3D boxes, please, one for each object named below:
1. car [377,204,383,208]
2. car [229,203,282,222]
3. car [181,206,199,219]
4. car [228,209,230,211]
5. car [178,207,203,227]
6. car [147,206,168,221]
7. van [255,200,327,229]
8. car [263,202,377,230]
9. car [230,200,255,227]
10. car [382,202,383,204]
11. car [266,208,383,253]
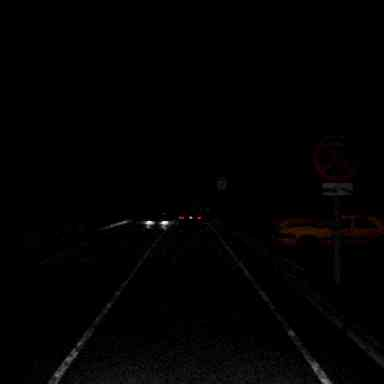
[{"bbox_3d":[18.284,1.921,27.102,4.892,1.521,2.231,0,-2,-1],"label":"car"},{"bbox_3d":[5.968,1.926,31.723,4.553,1.767,2.185,0,-2,-1],"label":"car"},{"bbox_3d":[-0.251,2.624,42.907,2.128,1.511,4.902,0,-3,-1],"label":"car"},{"bbox_3d":[5.996,1.959,28.685,5.008,1.535,2.097,0,-2,-1],"label":"car"},{"bbox_3d":[-0.103,1.980,26.222,2.033,1.411,5.357,0,-2,0],"label":"car"},{"bbox_3d":[-3.620,2.269,35.780,1.882,1.535,5.008,0,-3,0],"label":"car"},{"bbox_3d":[6.250,1.493,19.587,4.442,1.987,1.878,0,-1,-1],"label":"van"},{"bbox_3d":[6.206,1.528,16.547,4.553,1.767,2.185,0,-1,-1],"label":"car"},{"bbox_3d":[6.073,1.620,25.776,5.566,2.045,2.435,0,-1,-1],"label":"car"},{"bbox_3d":[18.214,1.749,29.777,5.566,2.045,2.435,0,-2,-1],"label":"car"},{"bbox_3d":[6.029,1.600,13.625,5.366,1.575,1.946,0,-1,-1],"label":"car"}]
